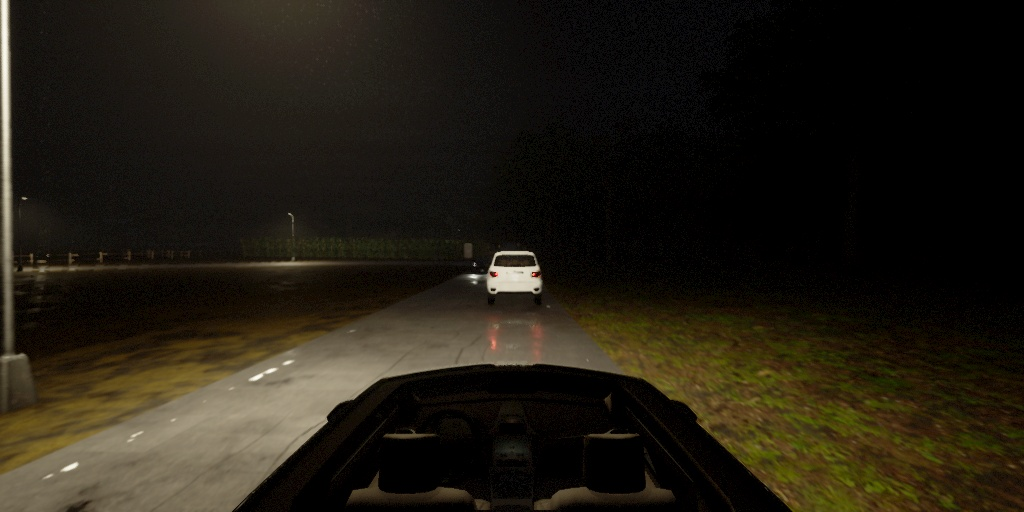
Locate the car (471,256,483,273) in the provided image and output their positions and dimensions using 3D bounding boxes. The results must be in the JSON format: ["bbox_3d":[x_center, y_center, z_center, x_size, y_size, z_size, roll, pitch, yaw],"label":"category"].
[{"bbox_3d":[-2.752,0.755,35.240,2.097,1.767,4.553,0,1,0],"label":"car"}]

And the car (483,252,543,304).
[{"bbox_3d":[0.099,0.850,15.786,2.150,2.045,5.566,0,0,0],"label":"car"}]
